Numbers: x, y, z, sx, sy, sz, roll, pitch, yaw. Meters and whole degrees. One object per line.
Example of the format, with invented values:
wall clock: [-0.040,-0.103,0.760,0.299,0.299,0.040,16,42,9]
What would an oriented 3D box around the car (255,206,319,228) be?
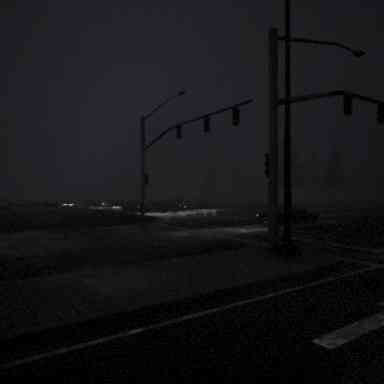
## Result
car: [6.515,1.628,22.679,4.718,1.301,1.895,0,0,-36]

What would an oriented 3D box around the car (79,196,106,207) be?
car: [-15.095,1.541,50.281,1.812,1.442,4.674,0,0,-35]

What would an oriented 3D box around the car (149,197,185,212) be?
car: [-3.199,1.619,39.327,1.895,1.301,4.718,0,0,-35]

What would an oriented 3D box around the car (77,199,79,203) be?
car: [-20.752,1.610,64.658,1.895,1.301,4.718,0,0,-35]

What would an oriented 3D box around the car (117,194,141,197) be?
car: [-10.460,1.500,55.889,1.882,1.535,5.008,0,0,-35]

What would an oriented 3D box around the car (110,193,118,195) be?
car: [-16.868,1.200,71.341,2.150,2.045,5.566,0,0,-35]

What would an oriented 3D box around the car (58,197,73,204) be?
car: [-24.114,1.572,63.354,1.994,1.385,4.181,0,0,-35]

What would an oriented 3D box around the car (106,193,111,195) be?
car: [-18.676,1.530,67.814,1.994,1.385,4.181,0,0,-35]

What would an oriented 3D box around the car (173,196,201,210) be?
car: [-1.371,1.374,42.830,2.097,1.767,4.553,0,0,-35]

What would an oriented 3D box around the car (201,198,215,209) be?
car: [1.194,1.551,45.270,1.812,1.442,4.674,0,0,-35]

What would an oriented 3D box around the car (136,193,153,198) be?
car: [-8.400,1.247,59.077,2.150,2.045,5.566,0,0,-34]

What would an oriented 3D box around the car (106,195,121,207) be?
car: [-11.823,1.583,51.711,1.994,1.385,4.181,0,0,-35]

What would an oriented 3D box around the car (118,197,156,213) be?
car: [-6.335,1.616,37.704,1.895,1.301,4.718,0,0,-35]
